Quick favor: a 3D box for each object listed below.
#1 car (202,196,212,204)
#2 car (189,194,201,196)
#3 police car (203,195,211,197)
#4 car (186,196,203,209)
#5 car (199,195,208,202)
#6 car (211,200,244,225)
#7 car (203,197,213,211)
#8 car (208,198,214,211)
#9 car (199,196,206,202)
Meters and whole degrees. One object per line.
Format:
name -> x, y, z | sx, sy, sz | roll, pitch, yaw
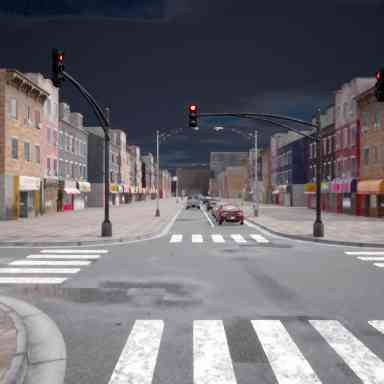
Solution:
car -> 3.122, 1.675, 69.277 | 1.812, 1.442, 4.674 | 0, 0, 0
car -> 0.192, 1.358, 66.931 | 2.150, 2.045, 5.566 | 0, -1, 0
police car -> 3.097, 1.546, 62.387 | 1.930, 1.638, 5.238 | 0, 0, 0
car -> 0.165, 1.611, 46.169 | 2.033, 1.411, 5.357 | 0, 0, 0
car -> 2.752, 1.636, 80.904 | 1.967, 1.590, 4.097 | 0, 0, 0
car -> 2.673, 1.561, 24.107 | 1.887, 1.381, 4.507 | 0, 0, 0
car -> 2.696, 1.615, 41.146 | 1.947, 1.339, 4.313 | 0, 0, 0
car -> 2.681, 1.550, 29.957 | 1.752, 1.417, 4.829 | 0, 0, 0
car -> 2.760, 1.802, 86.583 | 1.802, 1.307, 4.206 | 0, 0, 0
